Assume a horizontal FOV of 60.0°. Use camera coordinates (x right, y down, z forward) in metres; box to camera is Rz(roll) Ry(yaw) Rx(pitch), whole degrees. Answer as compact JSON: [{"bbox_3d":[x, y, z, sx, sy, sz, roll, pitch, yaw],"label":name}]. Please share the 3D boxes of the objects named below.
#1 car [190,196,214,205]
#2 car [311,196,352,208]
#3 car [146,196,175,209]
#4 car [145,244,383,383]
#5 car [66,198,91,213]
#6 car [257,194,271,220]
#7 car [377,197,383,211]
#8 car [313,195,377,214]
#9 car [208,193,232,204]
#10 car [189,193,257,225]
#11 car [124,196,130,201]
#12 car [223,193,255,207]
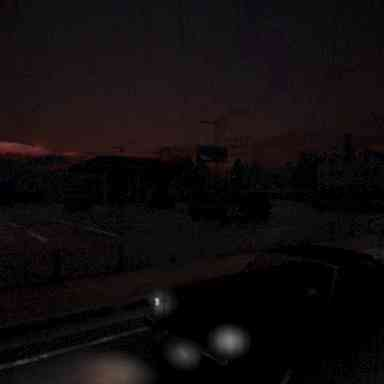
[{"bbox_3d":[1.657,1.346,54.379,1.970,1.475,3.806,0,0,-36],"label":"car"},{"bbox_3d":[18.122,1.248,43.448,2.007,1.523,4.514,0,0,-36],"label":"car"},{"bbox_3d":[-3.886,1.304,40.820,2.007,1.523,4.514,0,0,-36],"label":"car"},{"bbox_3d":[1.698,1.595,5.220,4.718,1.301,1.895,0,0,-36],"label":"car"},{"bbox_3d":[-12.021,1.348,35.017,1.845,1.501,3.633,0,0,-36],"label":"car"},{"bbox_3d":[3.862,1.072,24.102,1.905,1.878,3.866,0,0,-36],"label":"car"},{"bbox_3d":[19.266,1.183,35.587,1.970,1.475,3.806,0,0,-36],"label":"car"},{"bbox_3d":[14.246,1.119,31.576,2.152,1.636,5.027,0,0,-36],"label":"car"},{"bbox_3d":[4.711,1.054,55.825,1.905,1.878,3.866,0,0,-36],"label":"car"},{"bbox_3d":[1.744,1.098,22.070,1.932,1.855,4.605,0,0,-36],"label":"car"},{"bbox_3d":[-14.704,1.492,83.741,4.611,1.667,2.242,0,0,-36],"label":"car"},{"bbox_3d":[6.640,1.074,47.519,1.932,1.855,4.605,0,0,-36],"label":"car"}]
